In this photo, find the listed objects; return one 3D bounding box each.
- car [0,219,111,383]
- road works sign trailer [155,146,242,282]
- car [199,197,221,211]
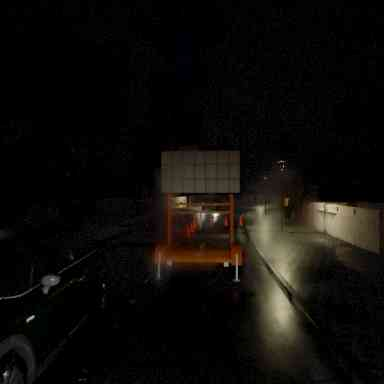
[{"bbox_3d":[-2.664,1.355,4.474,2.097,1.767,4.553,0,0,2],"label":"car"},{"bbox_3d":[0.264,0.471,9.864,2.380,3.560,2.880,0,0,5],"label":"road works sign trailer"},{"bbox_3d":[2.243,1.426,39.968,2.097,1.767,4.553,0,0,13],"label":"car"}]
